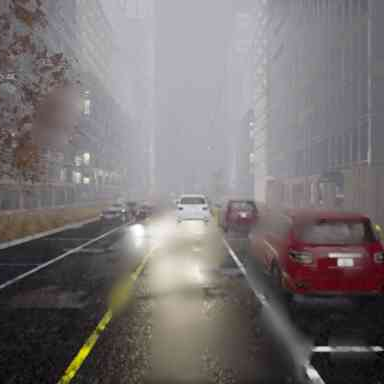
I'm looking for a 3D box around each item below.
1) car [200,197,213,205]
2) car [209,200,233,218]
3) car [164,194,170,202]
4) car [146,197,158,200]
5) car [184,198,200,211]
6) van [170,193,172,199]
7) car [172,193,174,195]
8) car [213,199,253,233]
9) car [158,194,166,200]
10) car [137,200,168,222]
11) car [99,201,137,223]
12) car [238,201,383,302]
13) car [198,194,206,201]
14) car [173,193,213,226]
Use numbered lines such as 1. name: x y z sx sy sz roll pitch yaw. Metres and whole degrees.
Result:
1. car: 2.552 1.512 59.428 1.947 1.339 4.313 0 0 0
2. car: 2.619 1.505 31.136 1.752 1.417 4.829 0 0 0
3. car: -5.842 1.482 65.113 1.887 1.381 4.507 0 0 0
4. car: -5.788 1.549 42.343 1.802 1.307 4.206 0 0 0
5. car: 0.000 1.494 41.206 1.812 1.442 4.674 0 0 -1
6. van: -5.854 1.270 70.805 1.690 1.788 3.998 0 0 0
7. car: -5.908 1.332 93.573 1.967 1.590 4.097 0 0 0
8. car: 2.648 1.304 19.583 2.192 1.841 5.009 0 0 0
9. car: -5.815 1.503 53.728 2.008 1.369 4.403 0 0 0
10. car: -3.162 1.585 25.915 1.895 1.301 4.718 0 0 0
11. car: -5.748 1.535 25.267 2.008 1.369 4.403 0 0 0
12. car: 2.674 1.311 8.198 2.192 1.841 5.009 0 0 0
13. car: 2.500 1.352 82.194 1.967 1.590 4.097 0 0 0
14. car: 0.043 1.210 23.474 2.150 2.045 5.566 0 0 0
